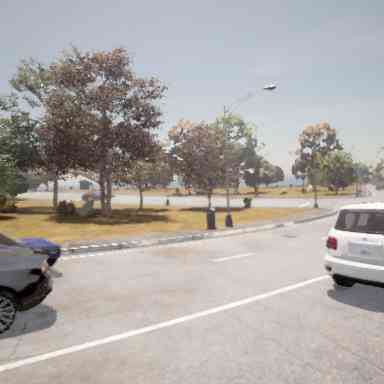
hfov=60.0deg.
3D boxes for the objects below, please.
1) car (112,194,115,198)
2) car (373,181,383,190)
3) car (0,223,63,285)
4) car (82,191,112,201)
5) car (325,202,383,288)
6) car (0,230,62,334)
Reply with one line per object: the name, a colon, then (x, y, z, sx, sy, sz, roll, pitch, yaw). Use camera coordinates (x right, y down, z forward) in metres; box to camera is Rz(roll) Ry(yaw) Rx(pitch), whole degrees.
car: (-15.873, 0.506, 58.618, 4.718, 1.301, 1.895, 2, 4, 30)
car: (39.822, -1.228, 70.114, 1.837, 1.490, 4.892, -2, 2, 26)
car: (-5.979, 1.615, 8.419, 4.718, 1.301, 1.895, 1, -1, -36)
car: (-16.009, 0.646, 54.657, 4.674, 1.442, 1.812, 2, 4, 30)
car: (5.497, 1.254, 8.348, 5.566, 2.045, 2.150, -1, 0, -40)
car: (-4.734, 1.491, 5.043, 4.902, 1.511, 2.128, 1, 0, -36)
